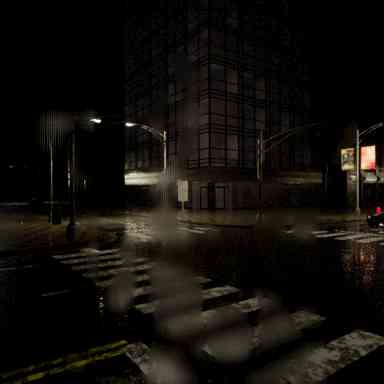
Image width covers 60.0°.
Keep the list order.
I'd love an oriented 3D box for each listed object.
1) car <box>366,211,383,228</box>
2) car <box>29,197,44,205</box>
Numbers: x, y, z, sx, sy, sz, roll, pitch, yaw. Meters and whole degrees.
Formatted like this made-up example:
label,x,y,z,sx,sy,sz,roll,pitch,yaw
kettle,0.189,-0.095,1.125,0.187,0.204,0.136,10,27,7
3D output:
label,x,y,z,sx,sy,sz,roll,pitch,yaw
car,12.934,1.604,20.803,4.718,1.301,1.895,0,0,-35
car,-28.700,1.691,61.445,2.033,1.411,5.357,0,0,-36
